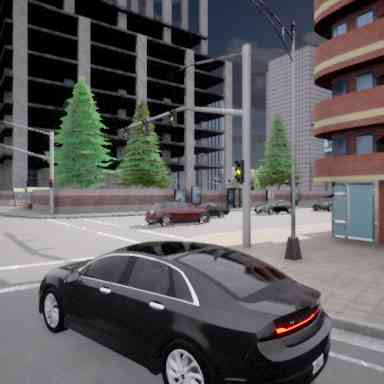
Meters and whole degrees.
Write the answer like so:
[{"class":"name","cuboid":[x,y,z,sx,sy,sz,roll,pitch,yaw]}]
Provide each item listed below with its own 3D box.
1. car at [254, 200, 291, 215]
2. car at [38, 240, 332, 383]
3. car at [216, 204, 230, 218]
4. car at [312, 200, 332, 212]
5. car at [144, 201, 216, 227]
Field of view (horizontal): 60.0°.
[{"class":"car","cuboid":[8.563,1.539,34.501,4.902,1.511,2.128,0,0,-36]},{"class":"car","cuboid":[-0.534,1.503,5.001,4.892,1.490,1.837,0,0,41]},{"class":"car","cuboid":[0.983,1.647,29.065,4.718,1.301,1.895,0,0,-36]},{"class":"car","cuboid":[16.646,1.400,40.273,4.553,1.767,2.097,0,0,-35]},{"class":"car","cuboid":[-0.933,1.400,23.137,4.553,1.767,2.097,0,0,-36]}]
